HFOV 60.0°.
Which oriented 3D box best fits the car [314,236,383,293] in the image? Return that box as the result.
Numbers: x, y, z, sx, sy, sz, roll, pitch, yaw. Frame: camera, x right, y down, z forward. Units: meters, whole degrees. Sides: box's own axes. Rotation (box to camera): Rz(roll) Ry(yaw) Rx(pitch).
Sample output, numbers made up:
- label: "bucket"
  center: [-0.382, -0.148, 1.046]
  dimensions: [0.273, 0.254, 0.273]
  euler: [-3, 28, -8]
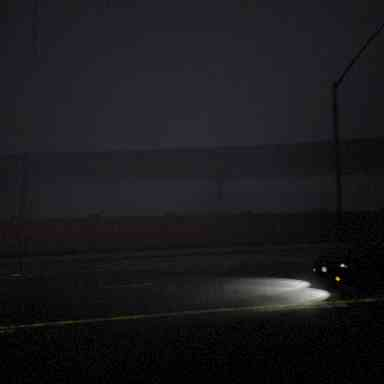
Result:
- label: "car"
  center: [5.818, 1.997, 9.801]
  dimensions: [4.181, 1.385, 1.994]
  euler: [-2, -4, -4]
